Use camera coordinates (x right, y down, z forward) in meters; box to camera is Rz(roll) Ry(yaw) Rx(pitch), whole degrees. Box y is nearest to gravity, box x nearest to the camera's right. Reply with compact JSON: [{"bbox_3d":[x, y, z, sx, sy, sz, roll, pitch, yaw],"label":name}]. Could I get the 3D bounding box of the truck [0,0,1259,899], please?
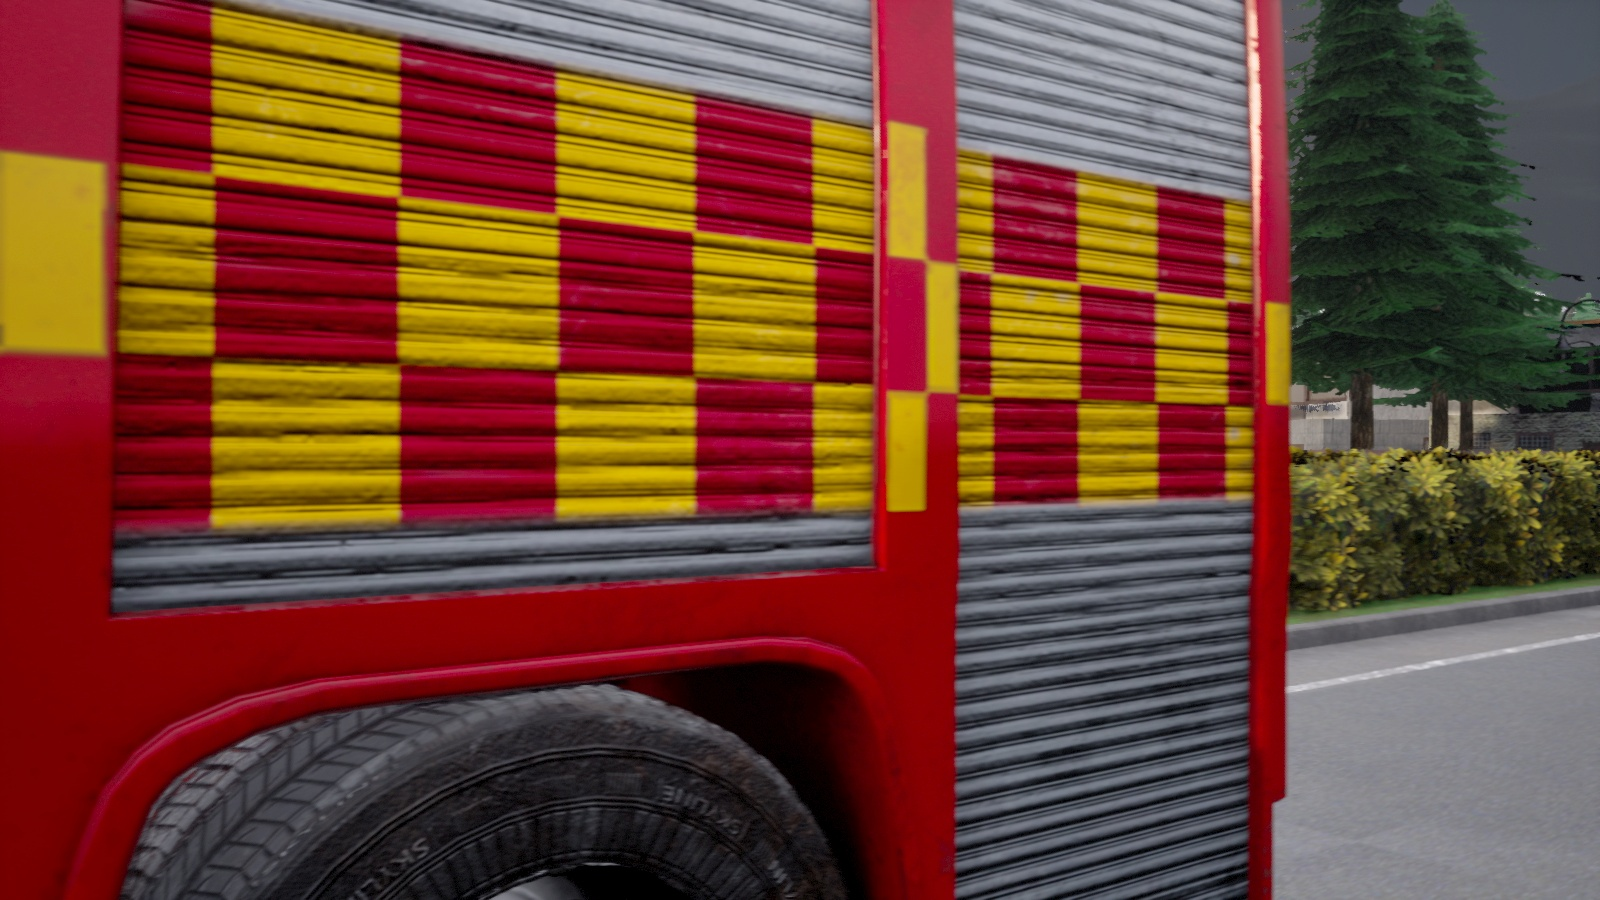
[{"bbox_3d":[-3.374,-0.409,1.314,8.468,3.827,2.891,0,0,-35],"label":"truck"}]
